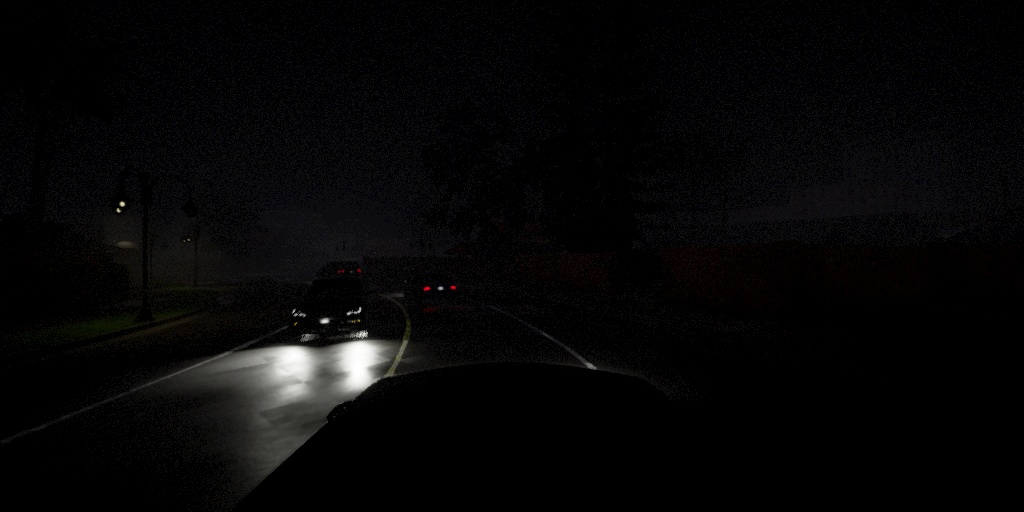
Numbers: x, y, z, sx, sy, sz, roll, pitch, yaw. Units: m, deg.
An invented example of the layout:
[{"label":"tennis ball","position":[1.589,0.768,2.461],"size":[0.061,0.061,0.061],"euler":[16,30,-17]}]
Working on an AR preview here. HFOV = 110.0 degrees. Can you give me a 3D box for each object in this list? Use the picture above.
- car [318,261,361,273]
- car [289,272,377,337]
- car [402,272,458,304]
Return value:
[{"label":"car","position":[-15.853,1.498,32.830],"size":[5.566,2.045,2.150],"euler":[-1,-1,43]},{"label":"car","position":[-5.380,1.411,11.181],"size":[1.837,1.490,4.892],"euler":[1,-1,-18]},{"label":"car","position":[-4.314,1.549,18.384],"size":[2.033,1.411,5.357],"euler":[0,-1,-26]}]
